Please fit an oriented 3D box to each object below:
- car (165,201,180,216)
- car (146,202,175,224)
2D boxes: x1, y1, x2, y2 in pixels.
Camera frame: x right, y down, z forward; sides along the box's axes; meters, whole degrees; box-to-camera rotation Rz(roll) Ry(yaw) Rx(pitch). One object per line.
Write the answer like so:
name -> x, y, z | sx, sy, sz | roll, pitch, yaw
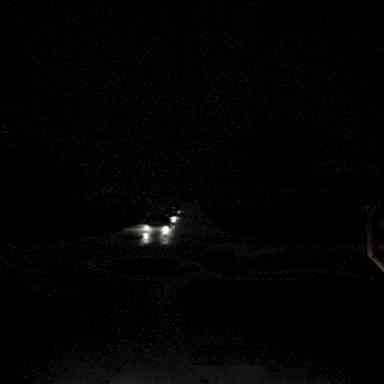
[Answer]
car -> -2.815, 1.888, 38.761 | 2.097, 1.767, 4.553 | 0, -1, 0
car -> -2.827, 1.866, 28.870 | 1.882, 1.535, 5.008 | 0, -1, 0
